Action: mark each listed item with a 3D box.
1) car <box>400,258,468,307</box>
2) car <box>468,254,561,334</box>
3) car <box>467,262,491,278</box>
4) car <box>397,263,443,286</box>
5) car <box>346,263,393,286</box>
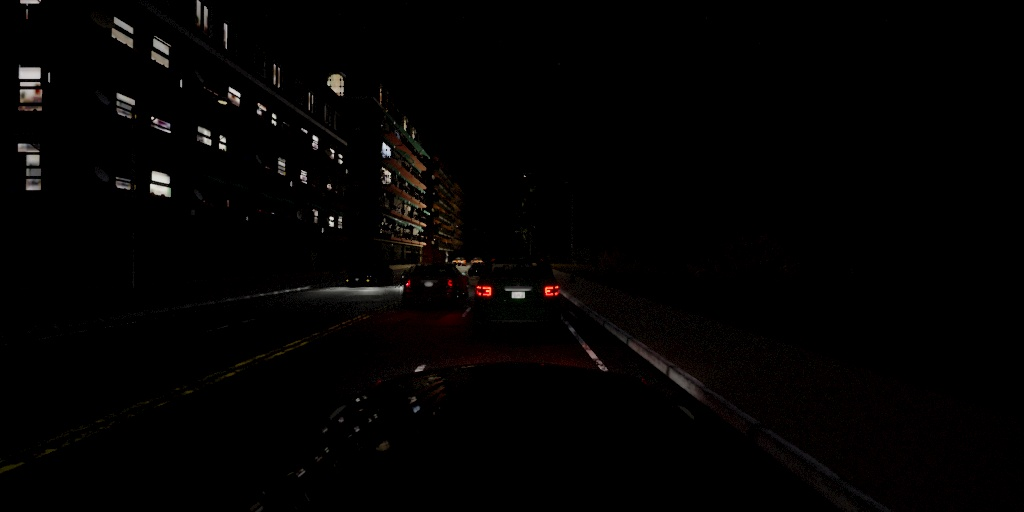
[{"bbox_3d":[-3.148,1.106,15.697,2.097,1.767,4.553,0,0,0],"label":"car"},{"bbox_3d":[0.104,0.973,10.772,2.150,2.045,5.566,0,0,-1],"label":"car"},{"bbox_3d":[-3.140,1.318,34.975,1.994,1.385,4.181,0,0,0],"label":"car"},{"bbox_3d":[-6.595,1.301,26.442,2.033,1.411,5.357,0,0,0],"label":"car"},{"bbox_3d":[-9.845,1.258,25.169,1.837,1.490,4.892,0,0,0],"label":"car"}]
